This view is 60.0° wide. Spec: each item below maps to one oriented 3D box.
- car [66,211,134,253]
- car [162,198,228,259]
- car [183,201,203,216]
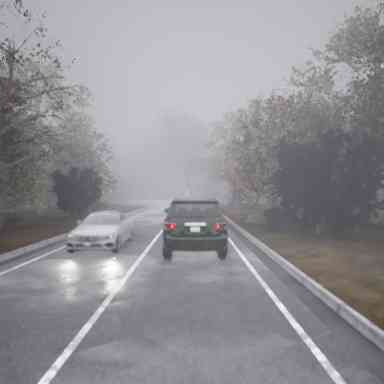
[{"bbox_3d":[-3.594,1.529,13.772,1.812,1.442,4.674,0,0,0],"label":"car"},{"bbox_3d":[0.104,1.225,12.768,2.150,2.045,5.566,0,0,0],"label":"car"},{"bbox_3d":[0.114,1.601,33.040,1.895,1.301,4.718,0,0,0],"label":"car"}]
